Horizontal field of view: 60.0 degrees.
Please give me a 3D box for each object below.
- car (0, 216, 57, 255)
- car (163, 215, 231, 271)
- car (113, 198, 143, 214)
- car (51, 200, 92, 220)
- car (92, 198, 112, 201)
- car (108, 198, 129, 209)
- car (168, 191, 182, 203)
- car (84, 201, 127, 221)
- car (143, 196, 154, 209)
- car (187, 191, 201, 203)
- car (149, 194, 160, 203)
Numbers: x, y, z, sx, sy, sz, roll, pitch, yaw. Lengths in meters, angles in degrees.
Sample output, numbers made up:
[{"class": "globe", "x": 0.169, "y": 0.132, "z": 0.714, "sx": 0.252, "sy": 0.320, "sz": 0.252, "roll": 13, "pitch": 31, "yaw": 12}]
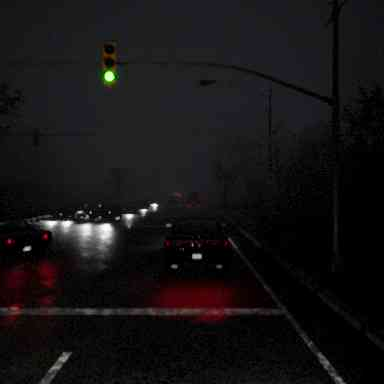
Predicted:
[{"class": "car", "x": -7.481, "y": 1.622, "z": 12.400, "sx": 4.718, "sy": 1.301, "sz": 1.895, "roll": 0, "pitch": 0, "yaw": 31}, {"class": "car", "x": 0.136, "y": 1.497, "z": 11.041, "sx": 1.882, "sy": 1.535, "sz": 5.008, "roll": 0, "pitch": 0, "yaw": 0}, {"class": "car", "x": -6.965, "y": 1.627, "z": 36.346, "sx": 1.994, "sy": 1.385, "sz": 4.181, "roll": 0, "pitch": 0, "yaw": 0}, {"class": "car", "x": -10.490, "y": 1.613, "z": 28.590, "sx": 1.994, "sy": 1.385, "sz": 4.181, "roll": 0, "pitch": 0, "yaw": 0}, {"class": "car", "x": -10.451, "y": 1.416, "z": 37.191, "sx": 2.097, "sy": 1.767, "sz": 4.553, "roll": 0, "pitch": 0, "yaw": 0}, {"class": "car", "x": -10.399, "y": 1.603, "z": 47.143, "sx": 1.994, "sy": 1.385, "sz": 4.181, "roll": 0, "pitch": 1, "yaw": 1}, {"class": "car", "x": -3.262, "y": 1.172, "z": 58.443, "sx": 2.033, "sy": 1.411, "sz": 5.357, "roll": 0, "pitch": 3, "yaw": 0}, {"class": "car", "x": -6.997, "y": 1.648, "z": 27.535, "sx": 1.895, "sy": 1.301, "sz": 4.718, "roll": 0, "pitch": 0, "yaw": 0}, {"class": "car", "x": -6.904, "y": 1.615, "z": 46.320, "sx": 1.994, "sy": 1.385, "sz": 4.181, "roll": 0, "pitch": 1, "yaw": 1}, {"class": "car", "x": 0.338, "y": 0.841, "z": 58.537, "sx": 2.150, "sy": 2.045, "sz": 5.566, "roll": 0, "pitch": 3, "yaw": 1}, {"class": "car", "x": -6.777, "y": 1.089, "z": 59.000, "sx": 2.128, "sy": 1.511, "sz": 4.902, "roll": 0, "pitch": 3, "yaw": 1}]
